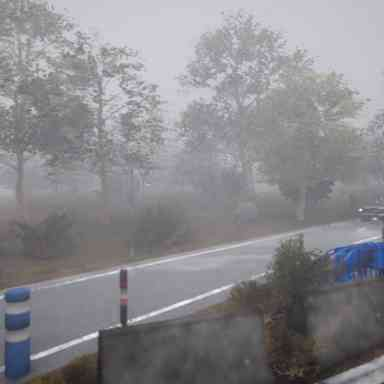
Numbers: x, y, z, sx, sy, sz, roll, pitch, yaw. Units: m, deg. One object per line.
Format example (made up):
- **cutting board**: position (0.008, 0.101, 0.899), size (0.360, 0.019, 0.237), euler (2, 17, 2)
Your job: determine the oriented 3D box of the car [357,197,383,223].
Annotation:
- **car**: position (10.929, 0.928, 17.993), size (4.718, 1.301, 1.895), euler (-3, 2, -37)
